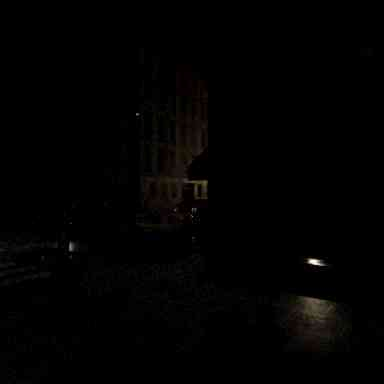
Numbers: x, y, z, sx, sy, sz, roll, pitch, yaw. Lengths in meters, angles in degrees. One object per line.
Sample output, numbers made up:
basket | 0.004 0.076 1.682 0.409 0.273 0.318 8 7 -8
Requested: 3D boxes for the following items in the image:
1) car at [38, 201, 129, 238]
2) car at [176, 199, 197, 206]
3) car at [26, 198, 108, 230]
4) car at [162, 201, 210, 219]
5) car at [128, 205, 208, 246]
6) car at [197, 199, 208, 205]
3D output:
car | -5.269 1.453 17.861 1.882 1.535 5.008 0 0 34
car | 0.567 1.317 26.028 2.097 1.767 4.553 0 0 35
car | -7.040 1.278 19.752 2.192 1.841 5.009 0 0 36
car | -0.439 1.516 28.993 1.947 1.339 4.313 0 0 36
car | -0.419 1.527 15.217 1.752 1.417 4.829 0 0 36
car | 2.786 1.311 19.698 2.192 1.841 5.009 0 0 36
